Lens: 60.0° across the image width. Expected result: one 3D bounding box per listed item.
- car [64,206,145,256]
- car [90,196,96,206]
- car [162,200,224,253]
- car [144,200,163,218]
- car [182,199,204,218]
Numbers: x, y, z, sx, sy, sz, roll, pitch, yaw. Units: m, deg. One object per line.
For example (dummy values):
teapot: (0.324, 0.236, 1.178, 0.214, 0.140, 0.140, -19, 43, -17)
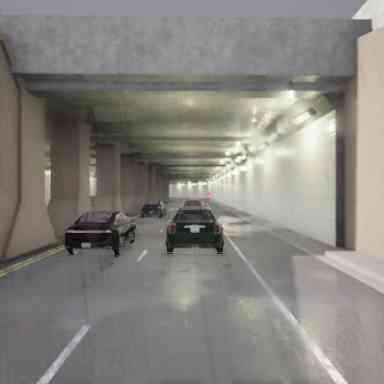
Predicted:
car: (-3.398, 1.491, 13.121, 2.128, 1.511, 4.902, 0, 0, 0)
car: (-14.073, 1.352, 46.910, 2.097, 1.767, 4.553, 0, 0, 0)
car: (0.102, 1.352, 13.766, 2.097, 1.767, 4.553, 0, 0, 0)
car: (-3.397, 1.491, 30.085, 2.128, 1.511, 4.902, 0, 0, 0)
car: (0.103, 1.477, 31.666, 1.882, 1.535, 5.008, 0, 0, 0)
